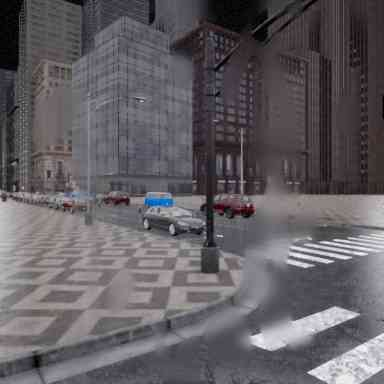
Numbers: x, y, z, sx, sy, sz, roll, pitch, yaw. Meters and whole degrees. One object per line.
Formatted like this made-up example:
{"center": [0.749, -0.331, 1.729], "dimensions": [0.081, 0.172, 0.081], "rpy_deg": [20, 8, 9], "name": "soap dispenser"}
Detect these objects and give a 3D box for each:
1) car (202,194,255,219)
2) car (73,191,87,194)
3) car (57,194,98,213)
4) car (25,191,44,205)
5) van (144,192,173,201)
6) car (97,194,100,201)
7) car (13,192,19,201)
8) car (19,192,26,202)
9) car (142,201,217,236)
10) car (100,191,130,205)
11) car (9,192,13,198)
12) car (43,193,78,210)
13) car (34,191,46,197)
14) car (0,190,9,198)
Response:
{"center": [2.748, 1.050, 26.367], "dimensions": [2.192, 1.841, 5.009], "rpy_deg": [1, 0, -36], "name": "car"}
{"center": [-16.159, 0.967, 48.414], "dimensions": [1.895, 1.301, 4.718], "rpy_deg": [0, 1, -36], "name": "car"}
{"center": [-10.544, 1.139, 30.311], "dimensions": [1.887, 1.381, 4.507], "rpy_deg": [1, 0, -36], "name": "car"}
{"center": [-20.058, 0.940, 43.642], "dimensions": [2.008, 1.369, 4.403], "rpy_deg": [1, 0, -36], "name": "car"}
{"center": [-3.596, 0.931, 35.255], "dimensions": [1.690, 1.788, 3.998], "rpy_deg": [1, 0, -36], "name": "van"}
{"center": [-13.114, 0.935, 48.589], "dimensions": [2.008, 1.369, 4.403], "rpy_deg": [1, 0, -36], "name": "car"}
{"center": [-26.399, 0.702, 52.529], "dimensions": [1.967, 1.590, 4.097], "rpy_deg": [1, 0, -36], "name": "car"}
{"center": [-23.229, 0.875, 48.086], "dimensions": [2.008, 1.369, 4.403], "rpy_deg": [1, 0, -36], "name": "car"}
{"center": [-1.031, 1.367, 16.981], "dimensions": [2.008, 1.369, 4.403], "rpy_deg": [1, 0, -36], "name": "car"}
{"center": [-9.939, 0.766, 44.144], "dimensions": [2.192, 1.841, 5.009], "rpy_deg": [1, 0, -36], "name": "car"}
{"center": [-29.572, 0.748, 56.973], "dimensions": [1.887, 1.381, 4.507], "rpy_deg": [1, 0, -36], "name": "car"}
{"center": [-13.715, 1.075, 34.754], "dimensions": [2.008, 1.369, 4.403], "rpy_deg": [1, 0, -36], "name": "car"}
{"center": [-38.487, 0.495, 84.139], "dimensions": [1.887, 1.381, 4.507], "rpy_deg": [0, 0, -36], "name": "car"}
{"center": [-39.085, 0.611, 70.303], "dimensions": [1.947, 1.339, 4.313], "rpy_deg": [1, 0, -36], "name": "car"}
